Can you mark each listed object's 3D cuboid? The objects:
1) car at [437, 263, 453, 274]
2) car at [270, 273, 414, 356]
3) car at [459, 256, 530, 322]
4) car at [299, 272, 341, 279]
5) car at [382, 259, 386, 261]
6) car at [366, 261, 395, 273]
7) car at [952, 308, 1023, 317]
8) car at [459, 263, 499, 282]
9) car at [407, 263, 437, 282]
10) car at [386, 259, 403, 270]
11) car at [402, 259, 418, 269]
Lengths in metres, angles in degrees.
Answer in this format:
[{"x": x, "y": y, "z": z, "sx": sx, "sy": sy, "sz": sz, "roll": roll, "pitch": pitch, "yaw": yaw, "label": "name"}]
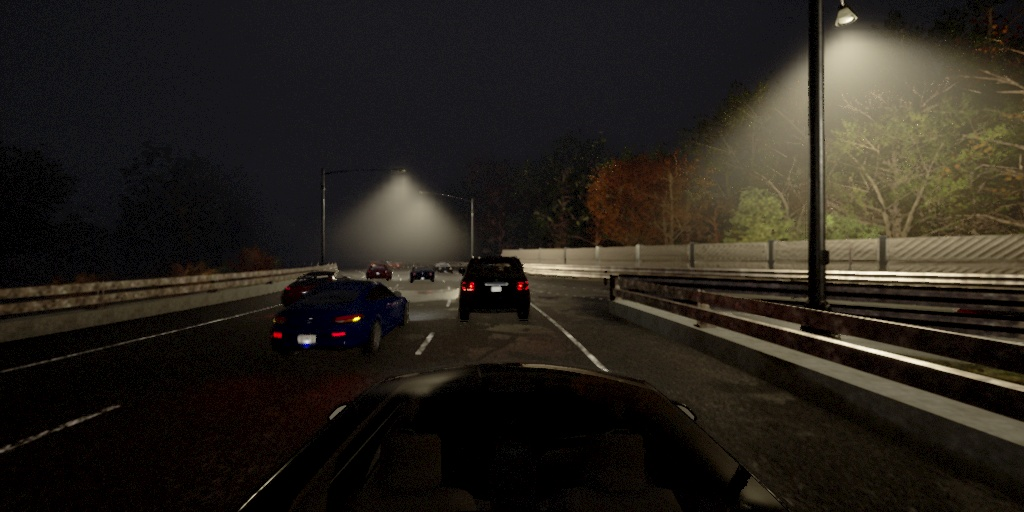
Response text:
[{"x": -8.592, "y": 1.523, "z": 43.722, "sx": 1.895, "sy": 1.301, "sz": 4.718, "roll": 0, "pitch": 0, "yaw": -22, "label": "car"}, {"x": -3.792, "y": 1.304, "z": 8.605, "sx": 1.812, "sy": 1.442, "sz": 4.674, "roll": 0, "pitch": 0, "yaw": -5, "label": "car"}, {"x": -0.706, "y": 1.020, "z": 12.766, "sx": 2.150, "sy": 2.045, "sz": 5.566, "roll": 0, "pitch": 0, "yaw": -6, "label": "car"}, {"x": -8.113, "y": 1.372, "z": 15.570, "sx": 1.994, "sy": 1.385, "sz": 4.181, "roll": 0, "pitch": 0, "yaw": -8, "label": "car"}, {"x": -18.829, "y": 1.472, "z": 49.151, "sx": 1.812, "sy": 1.442, "sz": 4.674, "roll": 0, "pitch": 0, "yaw": -27, "label": "car"}, {"x": -11.817, "y": 1.439, "z": 31.948, "sx": 1.994, "sy": 1.385, "sz": 4.181, "roll": 0, "pitch": 0, "yaw": -17, "label": "car"}, {"x": 14.281, "y": 1.300, "z": 8.615, "sx": 1.812, "sy": 1.442, "sz": 4.674, "roll": 0, "pitch": 0, "yaw": -44, "label": "car"}, {"x": -3.041, "y": 1.399, "z": 32.087, "sx": 1.812, "sy": 1.442, "sz": 4.674, "roll": 0, "pitch": 0, "yaw": -29, "label": "car"}, {"x": -7.623, "y": 1.468, "z": 30.239, "sx": 1.895, "sy": 1.301, "sz": 4.718, "roll": 0, "pitch": 0, "yaw": -16, "label": "car"}, {"x": -19.393, "y": 1.581, "z": 57.441, "sx": 1.895, "sy": 1.301, "sz": 4.718, "roll": 0, "pitch": 0, "yaw": -31, "label": "car"}, {"x": -16.682, "y": 1.492, "z": 59.460, "sx": 1.837, "sy": 1.490, "sz": 4.892, "roll": 0, "pitch": 0, "yaw": -31, "label": "car"}]
